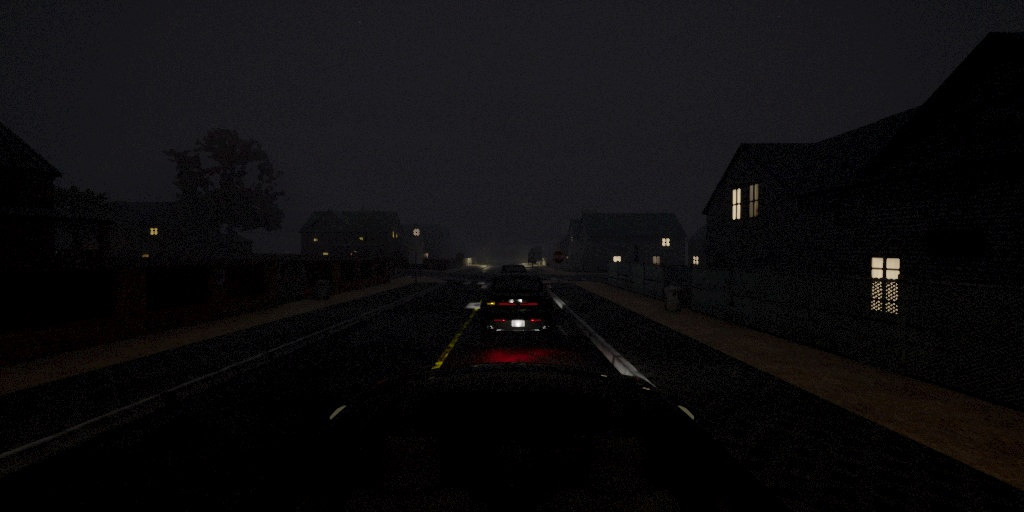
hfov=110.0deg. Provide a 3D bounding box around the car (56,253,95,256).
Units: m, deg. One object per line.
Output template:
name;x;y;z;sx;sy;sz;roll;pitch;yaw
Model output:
car;-37.624;0.546;31.673;4.892;1.490;1.837;1;1;1

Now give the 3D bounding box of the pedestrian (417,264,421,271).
pedestrian;-9.567;0.611;36.973;0.375;1.860;0.375;0;0;1

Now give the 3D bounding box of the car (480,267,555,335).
car;0.133;1.252;10.438;1.837;1.490;4.892;0;0;0

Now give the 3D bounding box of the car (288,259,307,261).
car;-18.519;0.969;31.293;5.357;1.411;2.033;1;1;1

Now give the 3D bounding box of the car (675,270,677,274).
car;16.540;1.635;33.576;5.357;1.411;2.033;1;1;1

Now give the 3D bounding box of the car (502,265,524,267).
car;0.042;1.251;21.656;1.837;1.490;4.892;0;0;-3
